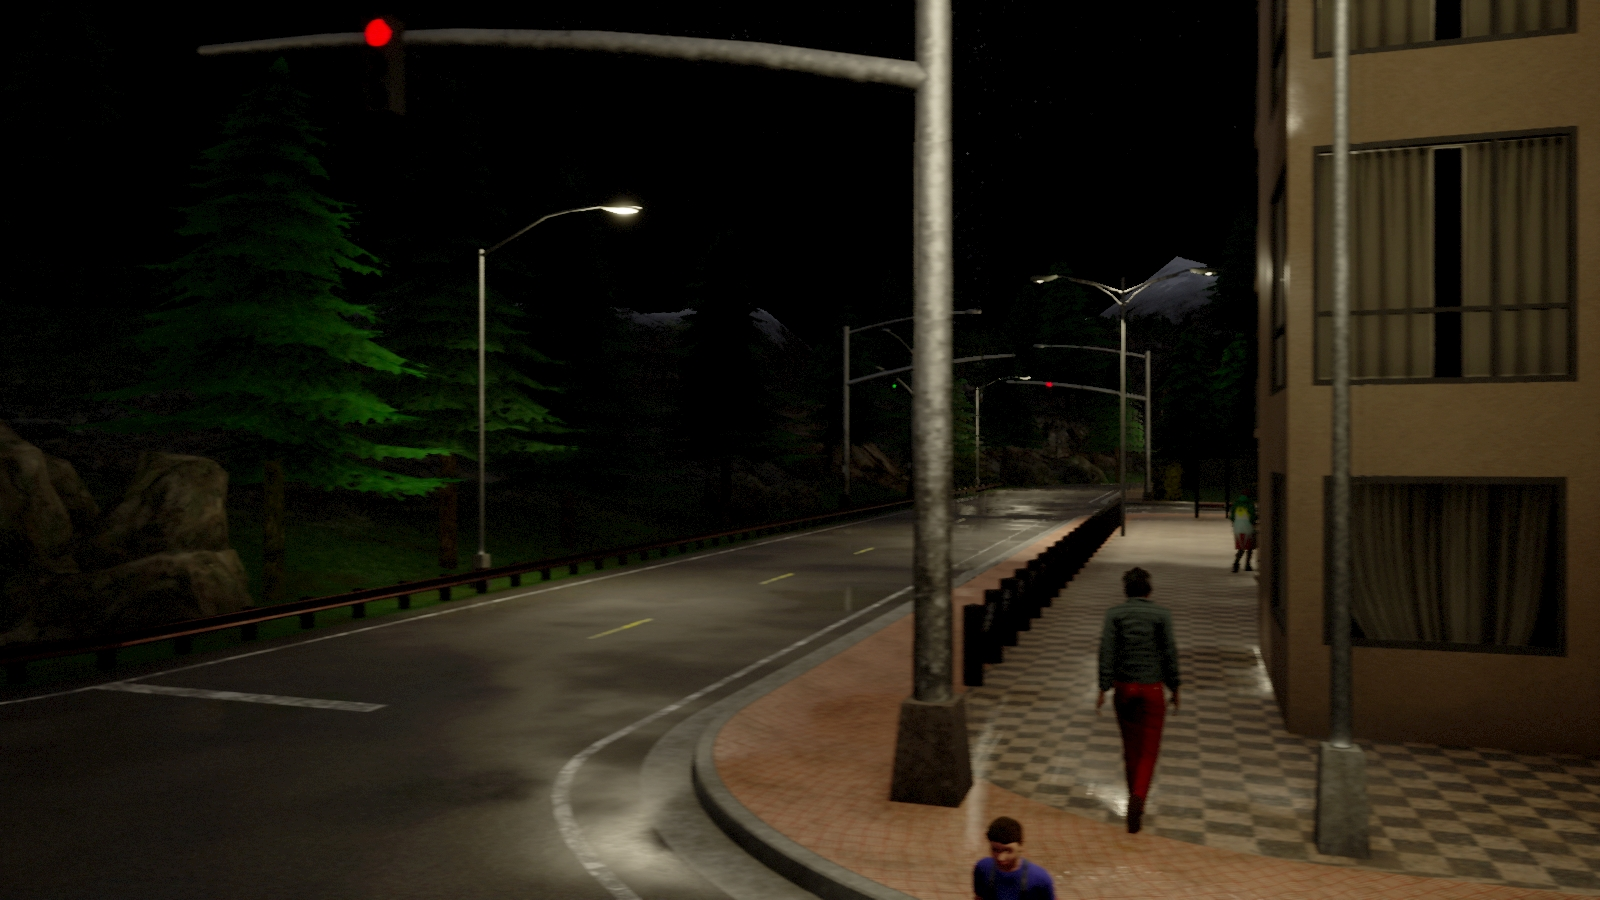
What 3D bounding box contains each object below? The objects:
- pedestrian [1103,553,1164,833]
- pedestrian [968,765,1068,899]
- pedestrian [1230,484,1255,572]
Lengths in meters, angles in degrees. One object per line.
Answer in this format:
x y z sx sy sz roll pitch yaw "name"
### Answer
2.345 1.677 8.026 0.375 1.860 0.375 0 0 22 "pedestrian"
0.966 2.109 5.042 0.375 1.300 0.375 0 0 21 "pedestrian"
9.584 1.677 24.734 0.375 1.860 0.375 0 0 -40 "pedestrian"
